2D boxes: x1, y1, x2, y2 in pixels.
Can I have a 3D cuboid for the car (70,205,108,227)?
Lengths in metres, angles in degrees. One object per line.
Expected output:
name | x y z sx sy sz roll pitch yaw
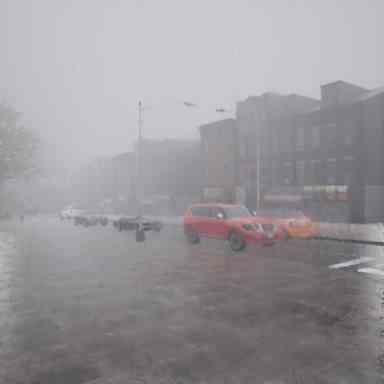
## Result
car | -9.933 2.443 32.557 2.097 1.767 4.553 0 -2 -35

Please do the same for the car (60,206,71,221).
car | -17.378 2.998 48.065 2.150 2.045 5.566 0 -2 -36

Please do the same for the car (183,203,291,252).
car | 1.711 1.568 16.223 2.150 2.045 5.566 0 -2 -35

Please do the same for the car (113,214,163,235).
car | -4.002 2.293 24.229 1.895 1.301 4.718 0 -2 -36

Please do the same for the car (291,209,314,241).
car | 4.145 1.679 17.956 2.097 1.767 4.553 0 -2 -35
